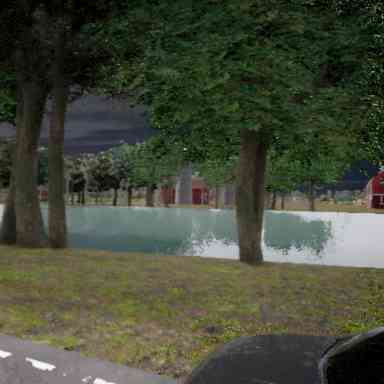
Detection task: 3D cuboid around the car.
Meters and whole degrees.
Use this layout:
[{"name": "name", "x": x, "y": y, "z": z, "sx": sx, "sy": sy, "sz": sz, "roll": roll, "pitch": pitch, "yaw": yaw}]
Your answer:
[{"name": "car", "x": 2.208, "y": 1.677, "z": 2.165, "sx": 4.892, "sy": 1.490, "sz": 1.837, "roll": 1, "pitch": -2, "yaw": 23}]
